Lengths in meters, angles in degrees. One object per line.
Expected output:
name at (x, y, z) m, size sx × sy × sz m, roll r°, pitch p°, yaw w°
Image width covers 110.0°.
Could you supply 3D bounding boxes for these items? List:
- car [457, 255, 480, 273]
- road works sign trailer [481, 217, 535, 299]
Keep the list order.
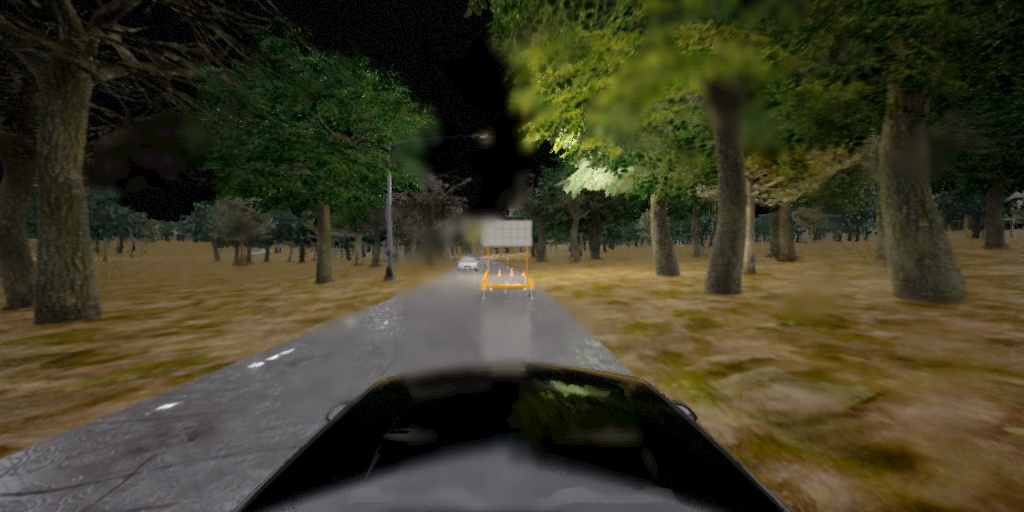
car at (-4.356, 0.872, 36.228) m, size 1.812 × 1.442 × 4.674 m, roll 0°, pitch 1°, yaw -4°
road works sign trailer at (-0.211, 0.025, 16.627) m, size 2.380 × 3.560 × 2.880 m, roll 0°, pitch 0°, yaw -2°
